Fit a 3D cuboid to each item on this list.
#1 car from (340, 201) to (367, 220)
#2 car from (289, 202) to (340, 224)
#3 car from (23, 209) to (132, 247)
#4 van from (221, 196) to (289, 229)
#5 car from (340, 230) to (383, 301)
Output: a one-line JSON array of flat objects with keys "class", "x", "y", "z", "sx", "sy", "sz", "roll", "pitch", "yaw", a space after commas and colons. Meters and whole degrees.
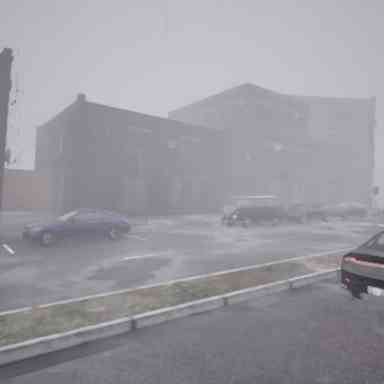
[{"class": "car", "x": 12.875, "y": 1.490, "z": 27.901, "sx": 4.674, "sy": 1.452, "sz": 2.002, "roll": 0, "pitch": -2, "yaw": -36}, {"class": "car", "x": 8.417, "y": 1.481, "z": 24.686, "sx": 4.792, "sy": 1.488, "sz": 2.163, "roll": 0, "pitch": 0, "yaw": -36}, {"class": "car", "x": -5.030, "y": 1.497, "z": 15.050, "sx": 4.674, "sy": 1.452, "sz": 2.002, "roll": 0, "pitch": 0, "yaw": -36}, {"class": "van", "x": 3.856, "y": 1.228, "z": 21.416, "sx": 4.442, "sy": 1.987, "sz": 1.878, "roll": 0, "pitch": 0, "yaw": -36}, {"class": "car", "x": 5.132, "y": 1.488, "z": 7.096, "sx": 4.902, "sy": 1.511, "sz": 2.128, "roll": 0, "pitch": 0, "yaw": -35}]
